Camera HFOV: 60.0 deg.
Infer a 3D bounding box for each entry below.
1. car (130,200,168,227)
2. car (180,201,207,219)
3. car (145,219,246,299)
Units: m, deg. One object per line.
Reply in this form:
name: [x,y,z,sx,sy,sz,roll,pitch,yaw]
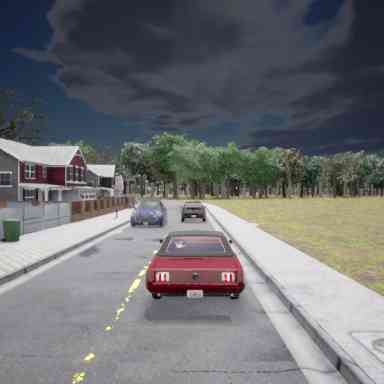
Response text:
car: [-2.842,1.348,22.643,2.097,1.767,4.553,0,0,0]
car: [0.112,1.500,26.434,1.837,1.490,4.892,0,0,0]
car: [0.099,1.600,8.386,1.895,1.301,4.718,0,0,1]
